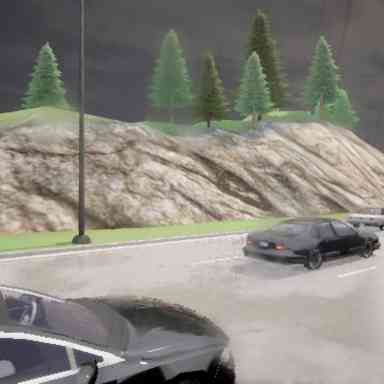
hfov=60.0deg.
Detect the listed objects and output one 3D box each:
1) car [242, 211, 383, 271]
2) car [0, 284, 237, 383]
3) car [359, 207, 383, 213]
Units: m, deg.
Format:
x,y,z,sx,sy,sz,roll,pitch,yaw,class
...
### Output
x,y,z,sx,sy,sz,roll,pitch,yaw,class
4.086,1.547,10.970,5.357,1.411,2.033,0,0,-36,car
-1.800,1.490,2.464,4.902,1.511,2.128,0,0,-36,car
11.749,1.601,20.759,4.718,1.301,1.895,0,0,-36,car
